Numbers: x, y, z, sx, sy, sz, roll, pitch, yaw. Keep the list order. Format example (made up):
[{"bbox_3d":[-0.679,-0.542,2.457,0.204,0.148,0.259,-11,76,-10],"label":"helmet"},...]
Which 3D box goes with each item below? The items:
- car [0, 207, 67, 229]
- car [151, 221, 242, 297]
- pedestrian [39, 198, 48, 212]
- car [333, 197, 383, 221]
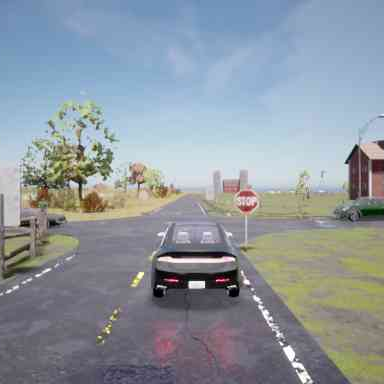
[{"bbox_3d":[-11.054,1.686,21.593,5.357,1.411,2.033,-1,0,-5],"label":"car"},{"bbox_3d":[0.084,1.490,8.532,2.128,1.511,4.902,0,0,0],"label":"car"},{"bbox_3d":[-12.207,1.410,27.278,0.375,1.860,0.375,0,1,0],"label":"pedestrian"},{"bbox_3d":[12.671,1.134,24.103,4.553,1.767,2.097,-1,0,0],"label":"car"}]
